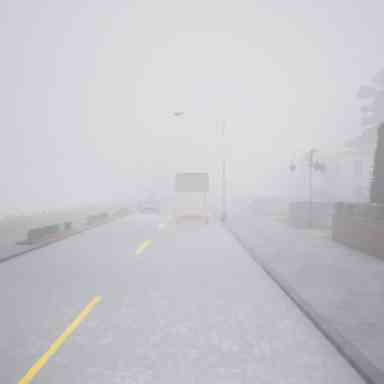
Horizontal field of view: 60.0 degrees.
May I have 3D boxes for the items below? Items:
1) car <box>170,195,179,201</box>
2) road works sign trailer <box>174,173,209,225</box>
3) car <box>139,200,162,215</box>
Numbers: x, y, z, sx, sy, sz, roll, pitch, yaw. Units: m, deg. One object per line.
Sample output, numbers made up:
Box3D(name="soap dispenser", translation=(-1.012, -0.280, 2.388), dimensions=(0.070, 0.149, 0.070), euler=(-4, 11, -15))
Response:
Box3D(name="car", translation=(-3.979, 1.397, 75.619), dimensions=(2.033, 1.411, 5.357), euler=(0, 0, 0))
Box3D(name="road works sign trailer", translation=(0.007, 0.424, 23.494), dimensions=(2.380, 3.560, 2.880), euler=(0, 0, 0))
Box3D(name="car", translation=(-4.088, 1.489, 33.801), dimensions=(2.033, 1.411, 5.357), euler=(0, 0, 0))
